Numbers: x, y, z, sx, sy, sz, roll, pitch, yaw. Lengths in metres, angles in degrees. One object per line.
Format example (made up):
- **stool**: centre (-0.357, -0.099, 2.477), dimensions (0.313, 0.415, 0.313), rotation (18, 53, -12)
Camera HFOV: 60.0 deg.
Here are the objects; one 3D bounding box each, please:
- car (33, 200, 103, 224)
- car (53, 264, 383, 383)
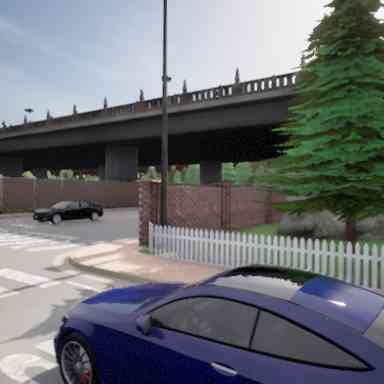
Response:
- **car**: centre (-8.595, 1.326, 23.428), dimensions (1.882, 1.535, 5.008), rotation (1, 0, 35)
- **car**: centre (0.530, 1.511, 3.383), dimensions (4.674, 1.442, 1.812), rotation (1, 0, 36)
